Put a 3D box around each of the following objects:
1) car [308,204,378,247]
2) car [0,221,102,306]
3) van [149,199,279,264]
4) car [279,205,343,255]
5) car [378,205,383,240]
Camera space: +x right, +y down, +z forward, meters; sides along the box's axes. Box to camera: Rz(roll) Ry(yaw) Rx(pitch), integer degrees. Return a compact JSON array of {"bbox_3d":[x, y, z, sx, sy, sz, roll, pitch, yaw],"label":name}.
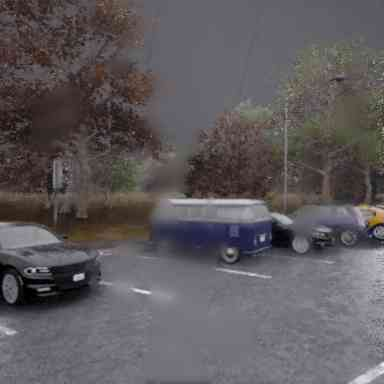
[{"bbox_3d":[5.448,1.310,14.871,4.553,1.767,2.185,-1,0,36],"label":"car"},{"bbox_3d":[-4.334,1.480,8.123,5.008,1.535,2.097,-1,-1,35],"label":"car"},{"bbox_3d":[0.431,1.232,11.588,4.442,1.987,1.878,-1,0,35],"label":"van"},{"bbox_3d":[2.975,1.445,13.222,5.008,1.535,2.097,-1,-1,35],"label":"car"},{"bbox_3d":[7.886,1.427,16.559,5.008,1.535,2.097,-1,0,36],"label":"car"}]
